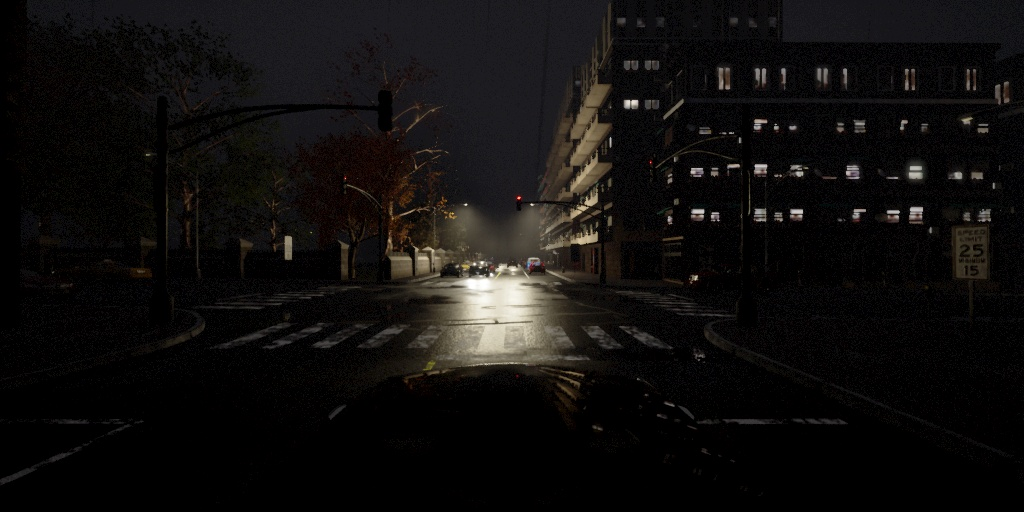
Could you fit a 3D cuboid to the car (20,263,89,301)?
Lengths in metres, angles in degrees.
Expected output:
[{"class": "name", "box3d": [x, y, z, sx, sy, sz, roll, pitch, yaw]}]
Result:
[{"class": "car", "box3d": [-18.949, 1.007, 13.288, 4.207, 1.307, 1.802, 0, 0, 0]}]

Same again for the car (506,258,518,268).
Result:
[{"class": "car", "box3d": [0.067, 1.304, 62.598, 1.837, 1.490, 4.892, 0, 0, 0]}]

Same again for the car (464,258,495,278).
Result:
[{"class": "car", "box3d": [-3.073, 1.256, 34.531, 2.128, 1.511, 4.902, 0, 0, -1]}]

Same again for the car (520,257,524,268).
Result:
[{"class": "car", "box3d": [2.752, 1.230, 56.815, 1.967, 1.591, 4.097, 0, 0, 0]}]

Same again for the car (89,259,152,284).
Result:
[{"class": "car", "box3d": [-24.721, 0.883, 21.620, 4.829, 1.417, 1.751, 0, 0, 0]}]

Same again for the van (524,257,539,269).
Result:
[{"class": "van", "box3d": [2.740, 1.116, 45.555, 1.690, 1.789, 3.998, 0, 0, 0]}]

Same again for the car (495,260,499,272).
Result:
[{"class": "car", "box3d": [-3.049, 1.338, 44.545, 1.994, 1.385, 4.181, 0, 0, 0]}]

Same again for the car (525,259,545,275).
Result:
[{"class": "car", "box3d": [2.733, 1.314, 39.925, 1.888, 1.381, 4.507, 0, 0, 0]}]

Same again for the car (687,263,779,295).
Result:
[{"class": "car", "box3d": [13.472, 1.353, 21.942, 5.009, 1.841, 2.192, 0, 0, 0]}]

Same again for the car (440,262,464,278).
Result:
[{"class": "car", "box3d": [-5.654, 1.330, 34.304, 1.948, 1.339, 4.313, 0, 0, 0]}]
